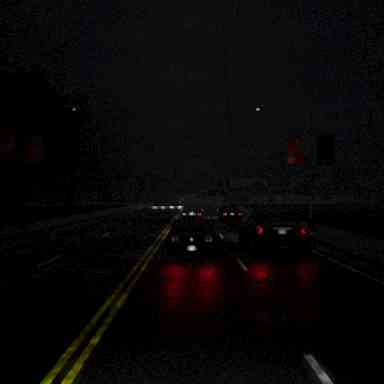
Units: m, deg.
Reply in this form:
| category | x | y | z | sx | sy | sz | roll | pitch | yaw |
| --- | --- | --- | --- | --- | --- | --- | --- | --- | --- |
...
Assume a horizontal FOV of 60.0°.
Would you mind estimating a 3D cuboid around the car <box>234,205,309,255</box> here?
| category | x | y | z | sx | sy | sz | roll | pitch | yaw |
| --- | --- | --- | --- | --- | --- | --- | --- | --- | --- |
| car | 3.247 | 1.485 | 14.069 | 2.097 | 1.767 | 4.553 | 0 | -1 | 0 |

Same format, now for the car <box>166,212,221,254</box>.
| category | x | y | z | sx | sy | sz | roll | pitch | yaw |
| --- | --- | --- | --- | --- | --- | --- | --- | --- | --- |
| car | -0.003 | 1.736 | 14.100 | 1.895 | 1.301 | 4.718 | 0 | -1 | 0 |

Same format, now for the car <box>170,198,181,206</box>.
| category | x | y | z | sx | sy | sz | roll | pitch | yaw |
| --- | --- | --- | --- | --- | --- | --- | --- | --- | --- |
| car | -3.279 | 2.019 | 67.757 | 2.097 | 1.767 | 4.553 | 0 | -1 | 0 |

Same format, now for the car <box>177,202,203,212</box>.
| category | x | y | z | sx | sy | sz | roll | pitch | yaw |
| --- | --- | --- | --- | --- | --- | --- | --- | --- | --- |
| car | -0.010 | 1.830 | 28.982 | 2.033 | 1.411 | 5.357 | 0 | -1 | 0 |

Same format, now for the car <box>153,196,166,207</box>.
| category | x | y | z | sx | sy | sz | roll | pitch | yaw |
| --- | --- | --- | --- | --- | --- | --- | --- | --- | --- |
| car | -6.528 | 1.880 | 67.125 | 2.150 | 2.045 | 5.566 | 0 | 0 | 0 |

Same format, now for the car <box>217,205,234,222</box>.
| category | x | y | z | sx | sy | sz | roll | pitch | yaw |
| --- | --- | --- | --- | --- | --- | --- | --- | --- | --- |
| car | 3.240 | 1.830 | 28.984 | 2.033 | 1.411 | 5.357 | 0 | -1 | 0 |
